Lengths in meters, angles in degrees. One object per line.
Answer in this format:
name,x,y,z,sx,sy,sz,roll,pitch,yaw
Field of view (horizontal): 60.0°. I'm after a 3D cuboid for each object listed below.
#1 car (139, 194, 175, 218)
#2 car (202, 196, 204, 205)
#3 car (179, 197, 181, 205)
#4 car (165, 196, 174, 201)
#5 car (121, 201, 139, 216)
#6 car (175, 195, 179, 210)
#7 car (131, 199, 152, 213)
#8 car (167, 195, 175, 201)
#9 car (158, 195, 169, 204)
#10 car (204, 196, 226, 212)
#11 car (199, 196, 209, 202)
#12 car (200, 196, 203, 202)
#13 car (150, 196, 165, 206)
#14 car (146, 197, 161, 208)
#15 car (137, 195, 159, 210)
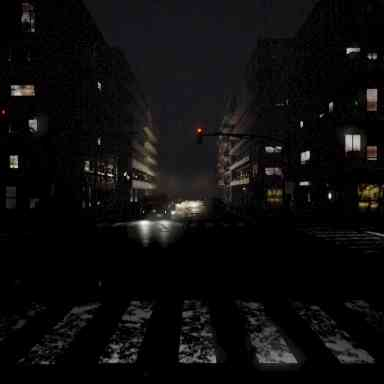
car,-3.090,1.227,30.212,2.150,2.045,5.566,0,0,1
car,2.731,1.451,43.598,1.967,1.590,4.097,0,0,0
car,-2.997,1.370,59.314,2.097,1.767,4.553,0,0,0
car,-5.612,1.589,83.380,2.008,1.369,4.403,0,0,0
car,-5.660,1.572,32.239,1.947,1.339,4.313,0,0,0
car,-3.058,1.361,40.894,2.097,1.767,4.553,0,0,0
car,-5.655,1.533,37.752,1.752,1.417,4.829,0,0,0
car,-5.607,1.594,89.063,2.008,1.369,4.403,0,0,0
car,-5.628,1.464,66.335,1.967,1.590,4.097,0,0,0
car,2.726,1.448,37.916,1.967,1.590,4.097,0,0,0
car,2.763,1.584,77.693,2.008,1.369,4.403,0,0,0
car,2.742,1.598,54.963,1.802,1.307,4.206,0,0,0
car,-5.638,1.457,54.969,1.967,1.590,4.097,0,0,0
car,-5.644,1.539,49.117,1.752,1.417,4.829,0,0,0
car,-5.649,1.326,43.604,2.192,1.841,5.009,0,0,0
